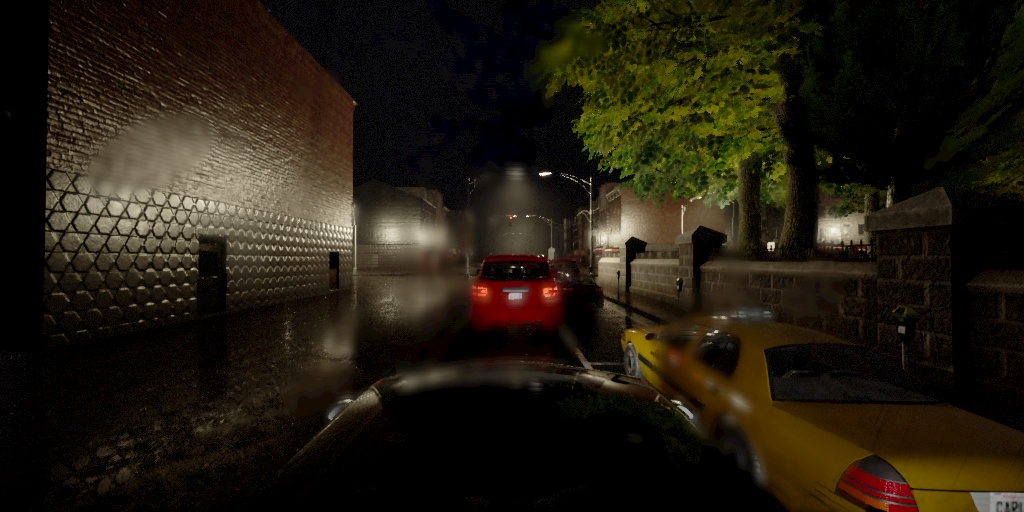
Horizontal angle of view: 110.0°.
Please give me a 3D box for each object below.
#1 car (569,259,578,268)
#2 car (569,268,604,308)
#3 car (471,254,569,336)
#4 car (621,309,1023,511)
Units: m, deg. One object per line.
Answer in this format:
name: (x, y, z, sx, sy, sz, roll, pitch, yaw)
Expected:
car: (2.630, 1.076, 20.366, 2.192, 1.841, 5.009, 0, 0, 0)
car: (2.632, 1.338, 14.917, 1.802, 1.307, 4.207, 0, 0, 0)
car: (0.096, 0.974, 10.504, 2.150, 2.045, 5.566, 0, 0, 0)
car: (2.637, 1.276, 4.189, 1.751, 1.417, 4.829, 0, 0, 0)
